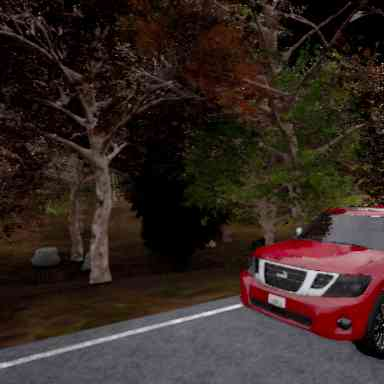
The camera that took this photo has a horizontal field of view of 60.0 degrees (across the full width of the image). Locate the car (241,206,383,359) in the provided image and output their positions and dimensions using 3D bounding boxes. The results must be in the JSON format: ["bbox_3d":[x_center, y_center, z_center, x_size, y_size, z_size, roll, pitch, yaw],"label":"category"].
[{"bbox_3d":[3.498,1.300,6.428,5.566,2.045,2.150,2,-1,-35],"label":"car"}]
